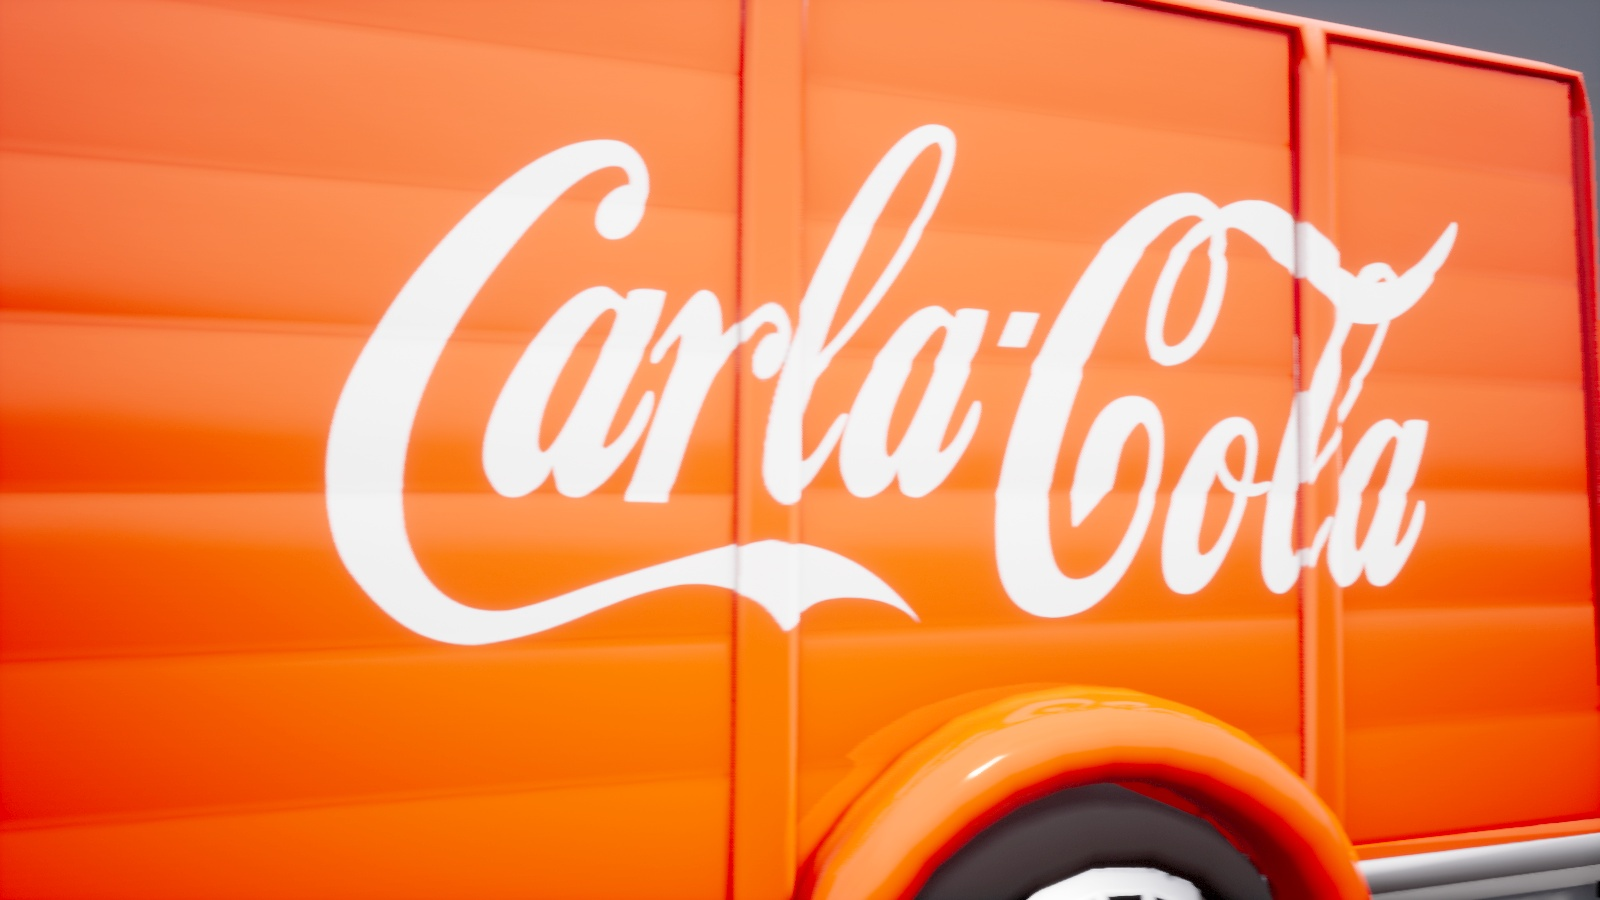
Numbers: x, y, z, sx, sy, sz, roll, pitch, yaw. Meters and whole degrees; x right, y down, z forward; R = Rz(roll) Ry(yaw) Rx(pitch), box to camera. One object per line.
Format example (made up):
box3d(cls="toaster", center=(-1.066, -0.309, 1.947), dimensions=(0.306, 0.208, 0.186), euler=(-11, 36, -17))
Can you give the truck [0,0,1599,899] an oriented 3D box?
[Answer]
box3d(cls="truck", center=(-1.123, 0.284, 2.807), dimensions=(5.204, 2.467, 2.627), euler=(0, 1, -21))
